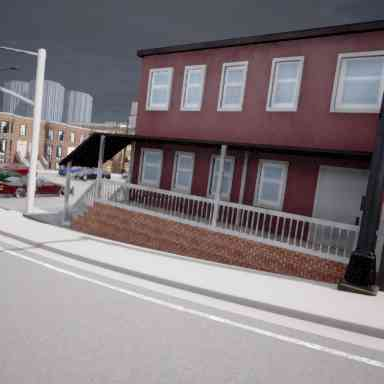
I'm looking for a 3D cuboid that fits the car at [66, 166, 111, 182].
[{"bbox_3d":[-11.836,-2.040,39.315,2.128,1.511,4.902,10,6,35],"label":"car"}]

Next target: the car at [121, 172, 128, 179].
[{"bbox_3d":[-8.416,-2.549,49.939,2.128,1.511,4.902,10,6,36],"label":"car"}]

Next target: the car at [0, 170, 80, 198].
[{"bbox_3d":[-10.784,-0.413,22.707,2.033,1.411,5.357,10,6,35],"label":"car"}]

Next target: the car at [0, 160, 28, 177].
[{"bbox_3d":[-19.983,-2.507,33.968,2.033,1.411,5.357,10,6,35],"label":"car"}]

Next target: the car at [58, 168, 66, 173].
[{"bbox_3d":[-14.293,-2.570,41.826,1.882,1.535,5.008,10,6,36],"label":"car"}]

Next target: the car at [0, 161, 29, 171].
[{"bbox_3d":[-14.765,-1.253,23.021,2.150,2.045,5.566,10,6,35],"label":"car"}]
